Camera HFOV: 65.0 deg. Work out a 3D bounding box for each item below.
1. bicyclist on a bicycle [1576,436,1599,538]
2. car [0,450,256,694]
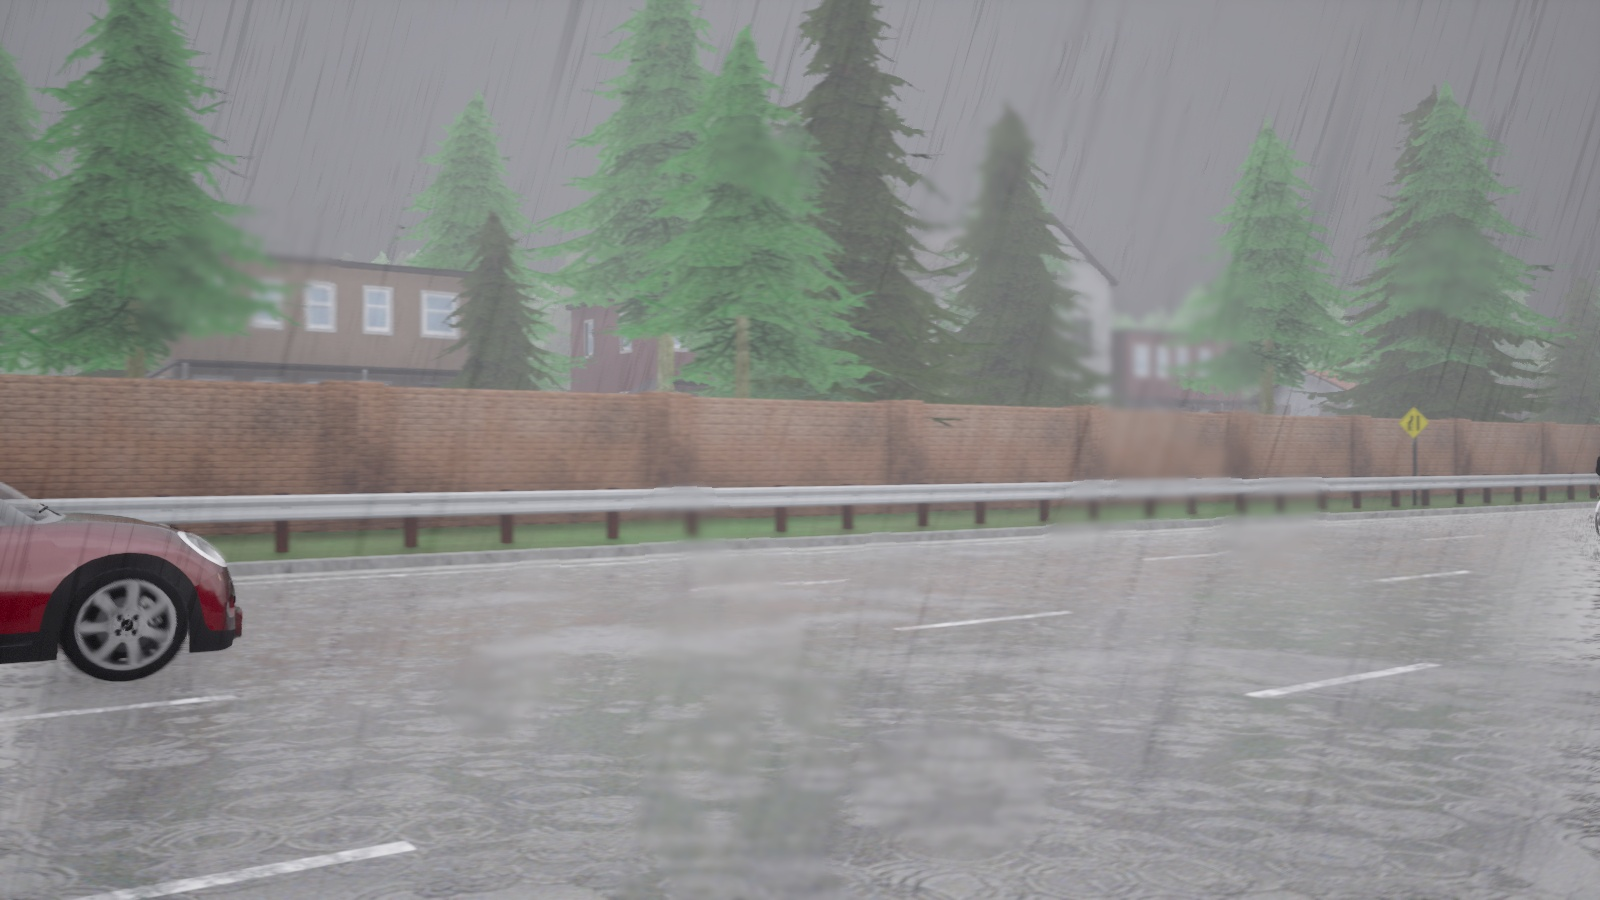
[{"bbox_3d":[14.590,0.640,22.343,1.843,1.776,0.659,0,0,-35],"label":"bicyclist on a bicycle"},{"bbox_3d":[-5.781,0.742,8.163,3.806,1.475,1.970,0,0,-35],"label":"car"}]
